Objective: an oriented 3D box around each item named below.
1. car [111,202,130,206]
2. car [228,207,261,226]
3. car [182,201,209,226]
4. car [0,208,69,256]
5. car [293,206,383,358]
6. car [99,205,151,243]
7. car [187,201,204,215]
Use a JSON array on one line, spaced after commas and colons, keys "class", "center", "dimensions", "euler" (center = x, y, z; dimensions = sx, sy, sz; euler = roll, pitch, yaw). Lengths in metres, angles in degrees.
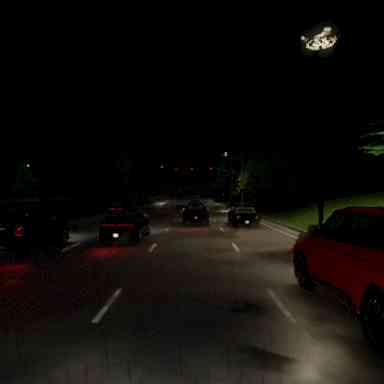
[{"class": "car", "center": [-6.668, 1.712, 31.690], "dimensions": [1.837, 1.490, 4.892], "euler": [0, -1, 0]}, {"class": "car", "center": [3.781, 1.769, 24.832], "dimensions": [1.895, 1.301, 4.718], "euler": [0, 0, 0]}, {"class": "car", "center": [0.283, 1.647, 25.347], "dimensions": [1.882, 1.535, 5.008], "euler": [0, -1, 0]}, {"class": "car", "center": [-6.803, 1.440, 13.652], "dimensions": [2.097, 1.767, 4.553], "euler": [0, 0, 0]}, {"class": "car", "center": [3.641, 1.265, 6.177], "dimensions": [2.150, 2.045, 5.566], "euler": [0, 0, 0]}, {"class": "car", "center": [-3.281, 1.617, 16.795], "dimensions": [1.837, 1.490, 4.892], "euler": [0, 0, 0]}, {"class": "car", "center": [0.392, 1.786, 38.988], "dimensions": [1.812, 1.442, 4.674], "euler": [0, -1, 0]}]
